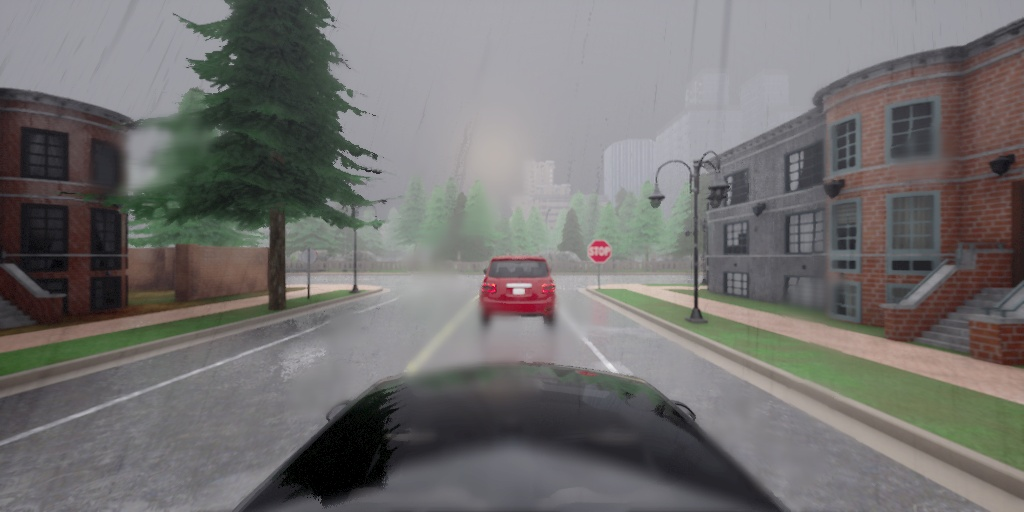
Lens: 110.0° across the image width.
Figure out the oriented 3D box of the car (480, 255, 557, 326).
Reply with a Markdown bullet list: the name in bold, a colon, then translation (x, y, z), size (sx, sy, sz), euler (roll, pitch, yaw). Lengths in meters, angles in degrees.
- **car**: translation (0.196, 1.006, 11.892), size (2.150, 2.045, 5.566), euler (0, 0, 0)
